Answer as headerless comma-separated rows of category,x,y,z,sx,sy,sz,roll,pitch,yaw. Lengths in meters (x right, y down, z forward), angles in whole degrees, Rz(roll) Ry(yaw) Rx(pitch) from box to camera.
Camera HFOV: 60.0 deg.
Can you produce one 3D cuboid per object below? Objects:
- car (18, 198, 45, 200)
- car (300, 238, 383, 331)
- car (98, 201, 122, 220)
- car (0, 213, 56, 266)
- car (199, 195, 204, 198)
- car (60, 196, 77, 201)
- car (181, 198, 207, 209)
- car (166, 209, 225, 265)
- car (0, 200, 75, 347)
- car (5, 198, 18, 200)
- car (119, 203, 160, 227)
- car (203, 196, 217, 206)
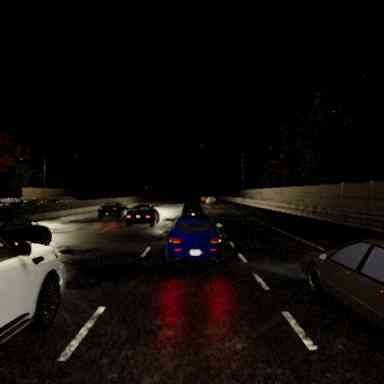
car,-21.091,1.639,45.098,1.837,1.490,4.892,0,-1,0
car,3.644,1.536,5.812,2.033,1.411,5.357,0,0,-1
car,-6.912,1.575,29.487,2.128,1.511,4.902,0,0,0
car,-6.906,1.597,12.367,1.994,1.385,4.181,0,0,0
car,3.463,1.784,90.504,1.882,1.535,5.008,0,0,0
car,-17.591,1.489,46.679,2.097,1.767,4.553,0,0,0
car,0.088,1.588,29.558,1.837,1.490,4.892,0,0,0
car,0.095,1.557,11.746,1.812,1.442,4.674,0,0,0
car,-3.397,1.231,3.748,2.150,2.045,5.566,0,0,0
car,-24.587,1.626,45.227,2.128,1.511,4.902,0,0,0
car,-3.408,1.613,23.547,2.033,1.411,5.357,0,0,0
car,3.474,1.685,60.489,1.812,1.442,4.674,0,0,0
